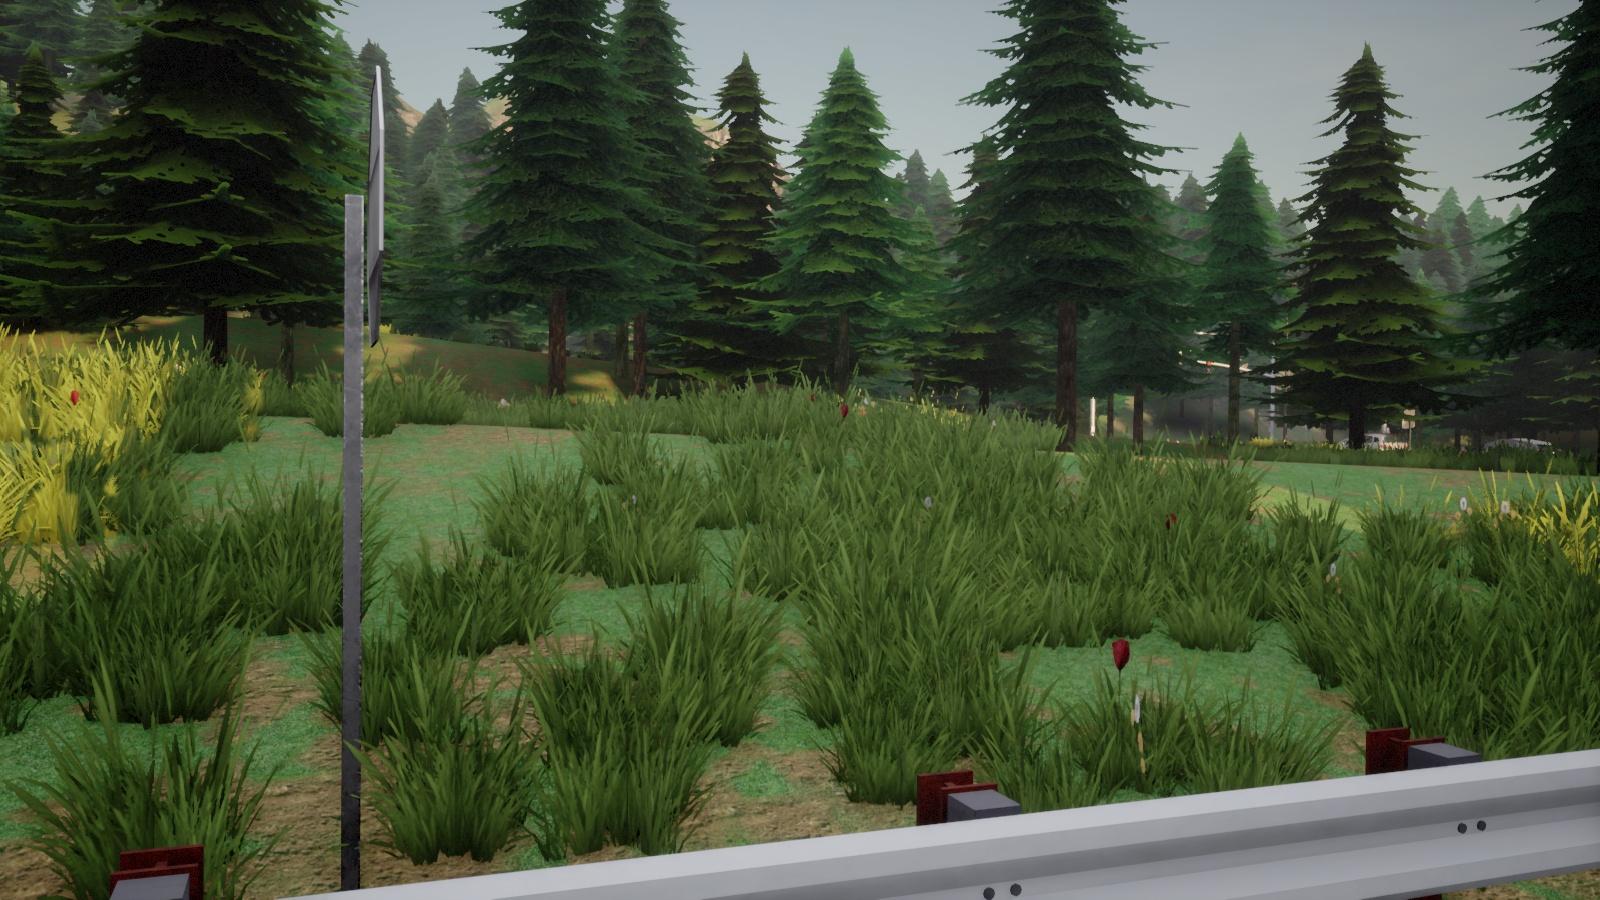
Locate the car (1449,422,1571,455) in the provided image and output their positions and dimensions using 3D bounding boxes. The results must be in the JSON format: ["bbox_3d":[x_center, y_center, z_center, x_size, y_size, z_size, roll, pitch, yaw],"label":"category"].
[{"bbox_3d":[33.581,-0.558,59.543,2.163,1.488,4.792,-1,1,-20],"label":"car"}]

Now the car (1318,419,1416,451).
[{"bbox_3d":[30.583,-0.817,67.926,2.242,1.667,4.611,-1,1,-20],"label":"car"}]
